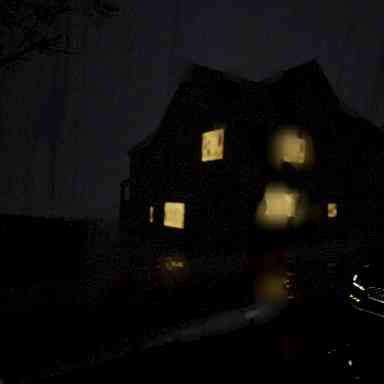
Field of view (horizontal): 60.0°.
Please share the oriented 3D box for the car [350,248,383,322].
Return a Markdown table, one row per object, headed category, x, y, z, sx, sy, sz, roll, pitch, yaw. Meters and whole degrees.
| category | x | y | z | sx | sy | sz | roll | pitch | yaw |
| --- | --- | --- | --- | --- | --- | --- | --- | --- | --- |
| car | 5.035 | 1.511 | 6.396 | 4.892 | 1.490 | 1.837 | 0 | 0 | -33 |
